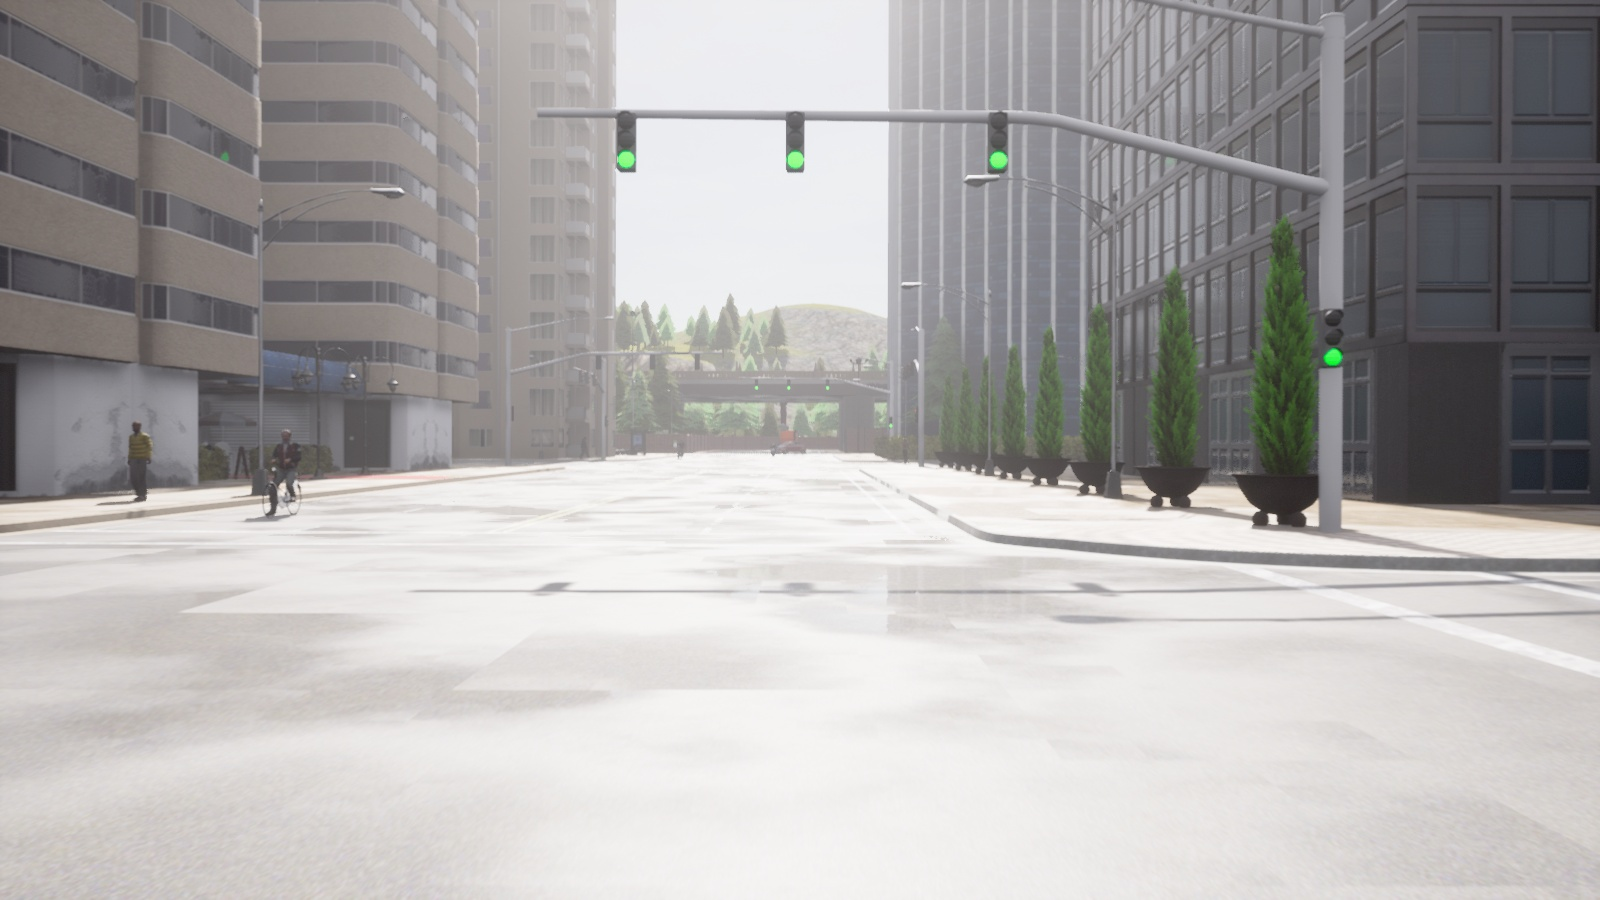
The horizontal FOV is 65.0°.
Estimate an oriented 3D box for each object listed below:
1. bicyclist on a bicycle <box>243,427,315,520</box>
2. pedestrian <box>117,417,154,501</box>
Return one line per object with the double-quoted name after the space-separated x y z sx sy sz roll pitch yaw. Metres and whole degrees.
-10.340 0.449 24.993 0.659 1.776 1.843 0 0 0 "bicyclist on a bicycle"
-14.778 0.199 27.944 0.370 1.835 0.726 0 0 7 "pedestrian"
